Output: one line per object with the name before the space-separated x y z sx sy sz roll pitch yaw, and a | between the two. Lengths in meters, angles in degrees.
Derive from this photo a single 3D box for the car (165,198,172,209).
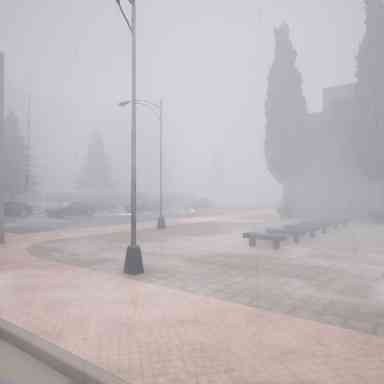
car | -4.688 1.505 43.390 1.837 1.490 4.892 0 0 38

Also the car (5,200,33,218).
car | -16.239 1.505 28.491 1.837 1.490 4.892 0 0 39

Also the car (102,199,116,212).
car | -10.454 1.491 35.918 2.128 1.511 4.902 0 0 38

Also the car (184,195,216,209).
car | 0.873 1.505 44.860 1.837 1.490 4.892 0 0 38

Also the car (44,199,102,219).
car | -10.774 1.526 29.736 1.812 1.442 4.674 0 0 37

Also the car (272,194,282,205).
car | 16.371 1.564 58.933 1.994 1.385 4.181 0 0 38

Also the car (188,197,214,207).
car | 1.464 1.564 51.329 1.994 1.385 4.181 0 0 38

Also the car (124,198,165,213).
car | -5.469 1.564 36.640 1.994 1.385 4.181 0 0 38
